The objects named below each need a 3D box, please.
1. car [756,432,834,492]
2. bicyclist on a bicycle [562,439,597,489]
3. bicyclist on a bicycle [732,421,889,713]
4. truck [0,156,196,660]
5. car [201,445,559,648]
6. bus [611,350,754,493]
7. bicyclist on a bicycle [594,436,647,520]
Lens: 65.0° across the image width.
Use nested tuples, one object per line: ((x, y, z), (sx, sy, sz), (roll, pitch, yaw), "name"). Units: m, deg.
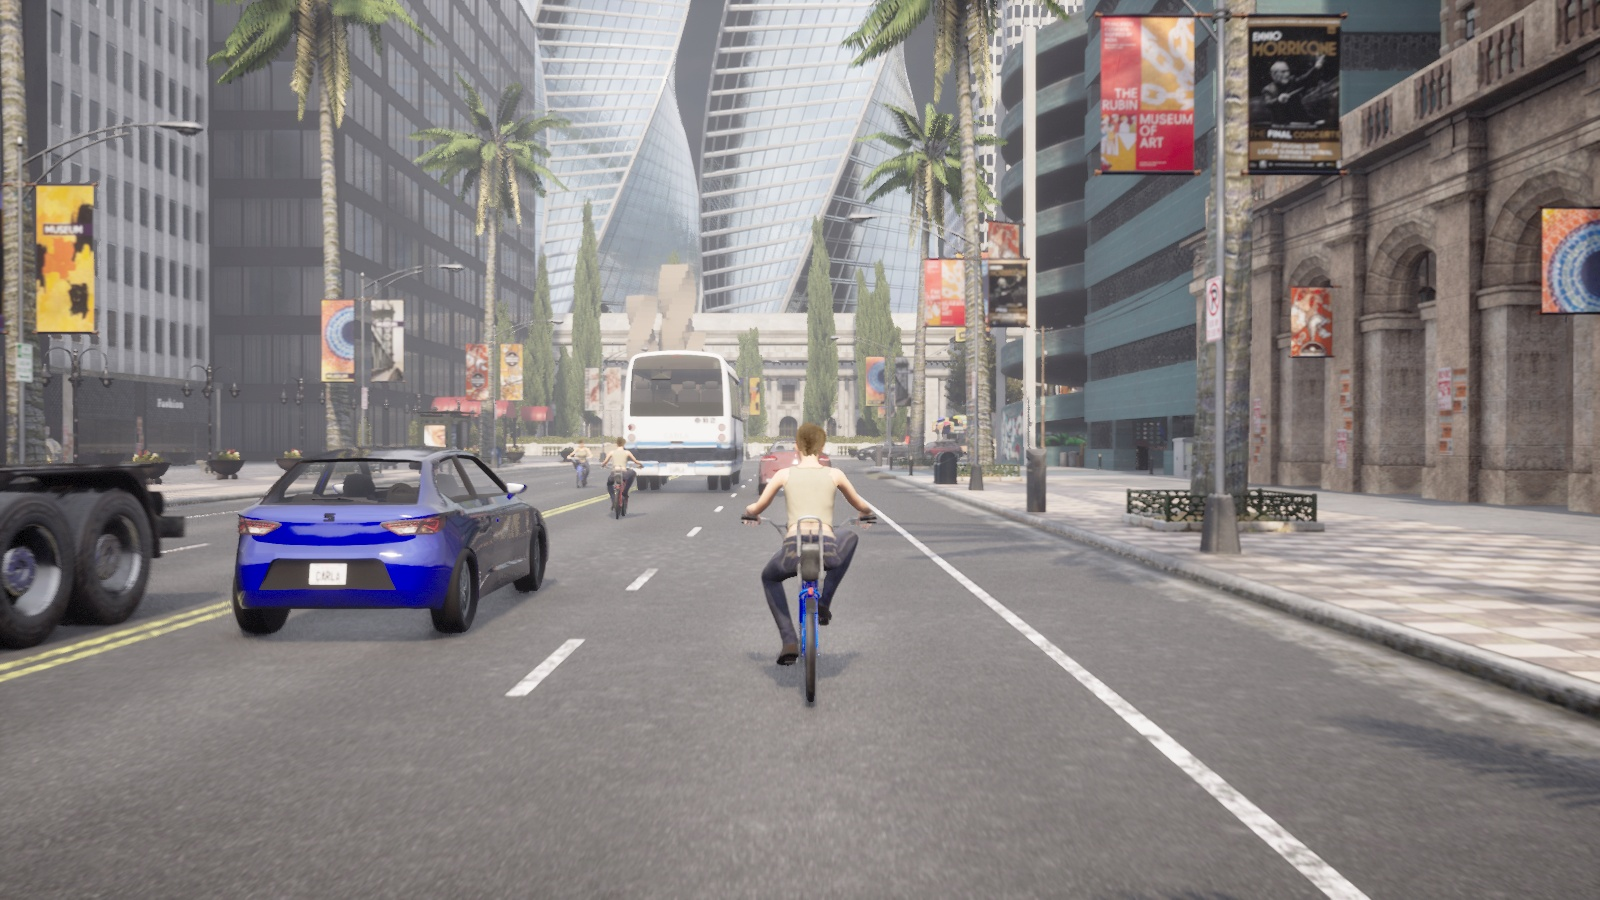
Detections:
((-0.156, 0.314, 37.361), (2.152, 1.651, 5.027), (0, 0, 0), "car")
((-7.178, 0.446, 40.958), (0.866, 1.612, 1.509), (0, 0, 0), "bicyclist on a bicycle")
((0.055, 0.640, 7.683), (0.866, 1.612, 1.509), (0, 0, 0), "bicyclist on a bicycle")
((-6.948, -0.283, 7.480), (2.891, 3.462, 7.936), (0, 0, 0), "truck")
((-3.463, 0.694, 11.253), (1.816, 1.474, 4.193), (0, 0, 0), "car")
((-3.695, -0.873, 42.537), (3.944, 4.253, 10.273), (0, 0, 0), "bus")
((-3.558, 0.539, 24.974), (0.866, 1.612, 1.509), (0, 0, -1), "bicyclist on a bicycle")
